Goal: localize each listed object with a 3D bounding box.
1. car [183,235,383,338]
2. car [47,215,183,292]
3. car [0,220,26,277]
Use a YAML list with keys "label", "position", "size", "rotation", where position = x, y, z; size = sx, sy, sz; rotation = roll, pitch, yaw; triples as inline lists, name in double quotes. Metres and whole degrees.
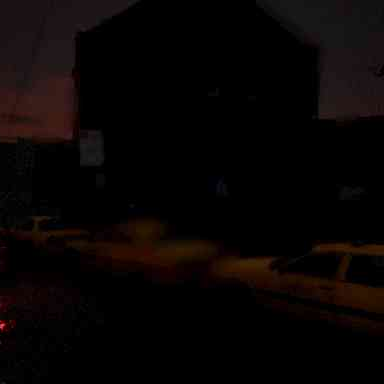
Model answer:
- label: "car"
  position: [2.554, 1.529, 5.717]
  size: [5.366, 1.575, 1.946]
  rotation: [0, -1, 40]
- label: "car"
  position: [-1.690, 1.547, 9.254]
  size: [5.366, 1.575, 1.946]
  rotation: [0, -1, 40]
- label: "car"
  position: [-6.749, 1.566, 9.384]
  size: [4.892, 1.490, 1.837]
  rotation: [0, -1, 41]
